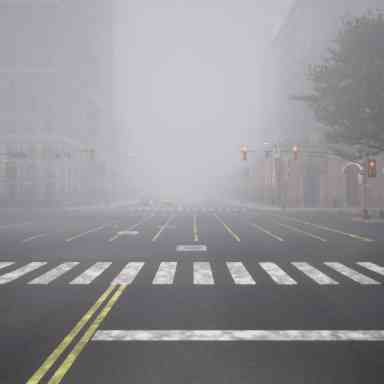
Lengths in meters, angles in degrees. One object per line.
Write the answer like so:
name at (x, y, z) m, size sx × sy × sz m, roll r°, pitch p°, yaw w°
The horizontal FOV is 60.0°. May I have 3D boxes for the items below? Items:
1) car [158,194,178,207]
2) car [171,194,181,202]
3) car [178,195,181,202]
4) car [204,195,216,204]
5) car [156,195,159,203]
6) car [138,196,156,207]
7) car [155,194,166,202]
car at (-3.676, 1.477, 51.317) m, size 1.882 × 1.535 × 5.008 m, roll 0°, pitch 0°, yaw 0°
car at (-3.488, 1.354, 74.209) m, size 2.097 × 1.767 × 4.553 m, roll 0°, pitch 0°, yaw 1°
car at (-3.631, 1.600, 63.910) m, size 1.895 × 1.301 × 4.718 m, roll 0°, pitch 0°, yaw 1°
car at (3.543, 1.352, 65.541) m, size 2.097 × 1.767 × 4.553 m, roll 0°, pitch 0°, yaw 0°
car at (-7.126, 1.477, 64.190) m, size 1.882 × 1.535 × 5.008 m, roll 0°, pitch 0°, yaw 1°
car at (-7.176, 1.503, 51.650) m, size 1.837 × 1.490 × 4.892 m, roll 0°, pitch 0°, yaw 0°
car at (-6.987, 1.354, 74.360) m, size 2.097 × 1.767 × 4.553 m, roll 0°, pitch 0°, yaw 1°
